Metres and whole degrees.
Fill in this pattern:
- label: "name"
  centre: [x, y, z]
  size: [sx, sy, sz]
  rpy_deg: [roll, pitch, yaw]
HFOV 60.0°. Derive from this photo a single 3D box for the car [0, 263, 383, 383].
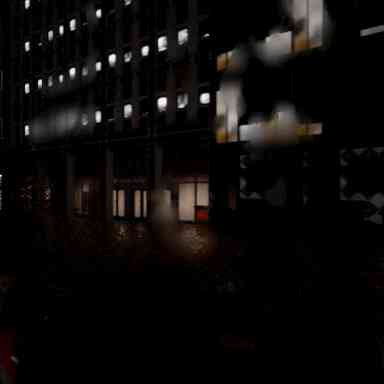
- label: "car"
  centre: [-0.324, 1.447, 3.095]
  size: [4.097, 1.590, 1.967]
  rpy_deg: [0, 0, 36]
